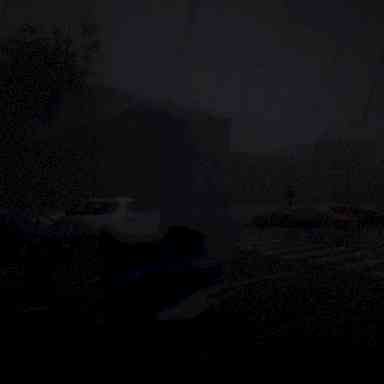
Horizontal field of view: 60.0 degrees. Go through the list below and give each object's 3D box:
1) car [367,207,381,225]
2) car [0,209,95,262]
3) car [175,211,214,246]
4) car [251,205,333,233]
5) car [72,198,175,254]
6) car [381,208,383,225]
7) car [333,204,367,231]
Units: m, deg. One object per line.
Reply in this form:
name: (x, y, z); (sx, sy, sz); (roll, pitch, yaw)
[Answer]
car: (10.814, 1.744, 24.368); (4.792, 1.488, 2.163); (-1, -1, 35)
car: (-6.163, 1.507, 12.250); (5.008, 1.535, 2.097); (-1, -1, 35)
car: (-1.306, 1.556, 15.715); (4.892, 1.521, 2.231); (-1, -1, 34)
car: (5.983, 1.683, 20.890); (4.674, 1.452, 2.002); (-1, -1, 35)
car: (-3.760, 1.278, 13.990); (5.566, 2.045, 2.435); (-1, -1, 35)
car: (13.424, 1.747, 25.982); (5.366, 1.575, 1.946); (-1, -2, 35)
car: (8.564, 1.672, 22.521); (5.366, 1.575, 1.946); (-1, -1, 35)
